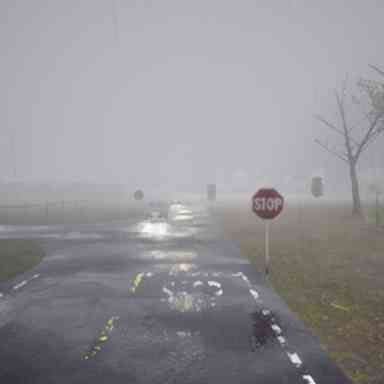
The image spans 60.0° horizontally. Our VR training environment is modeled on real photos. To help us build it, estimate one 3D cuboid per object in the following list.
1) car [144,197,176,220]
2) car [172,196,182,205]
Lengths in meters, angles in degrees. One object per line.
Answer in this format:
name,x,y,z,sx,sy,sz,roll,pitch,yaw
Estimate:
car,-2.743,1.489,27.193,2.128,1.511,4.902,0,1,0
car,-2.736,1.374,56.355,2.128,1.511,4.902,0,0,0
